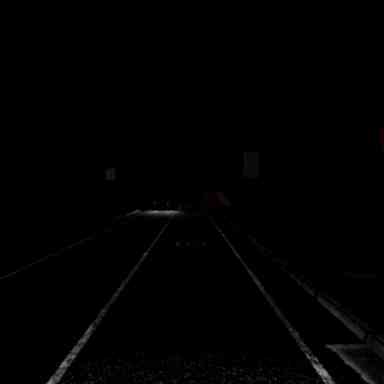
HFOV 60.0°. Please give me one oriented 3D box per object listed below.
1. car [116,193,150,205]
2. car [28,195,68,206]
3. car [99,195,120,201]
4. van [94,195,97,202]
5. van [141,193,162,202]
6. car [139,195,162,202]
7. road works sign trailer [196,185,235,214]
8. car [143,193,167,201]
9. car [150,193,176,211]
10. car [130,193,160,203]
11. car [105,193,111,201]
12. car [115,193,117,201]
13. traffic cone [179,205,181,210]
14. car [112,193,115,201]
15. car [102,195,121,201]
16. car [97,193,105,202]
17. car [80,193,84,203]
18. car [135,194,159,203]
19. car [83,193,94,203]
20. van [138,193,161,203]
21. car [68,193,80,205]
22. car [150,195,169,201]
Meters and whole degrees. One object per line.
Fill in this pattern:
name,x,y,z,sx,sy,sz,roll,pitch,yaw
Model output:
car,-8.953,1.337,52.978,4.892,1.521,2.231,0,0,0
car,-22.030,1.333,50.195,5.008,1.535,2.097,0,0,0
car,-22.132,1.563,89.182,5.008,1.535,2.097,0,-1,0
van,-22.182,1.169,66.900,4.442,1.987,1.878,0,0,0
van,-9.127,1.231,75.401,4.442,1.987,1.878,0,0,0
car,-8.996,1.437,72.597,4.892,1.521,2.231,0,0,0
road works sign trailer,2.298,0.981,32.396,3.560,2.880,2.380,-5,45,-44
car,-9.058,1.246,81.008,5.566,2.045,2.435,0,0,0
car,-3.426,1.246,39.589,2.097,1.767,4.553,0,0,0
car,-9.008,1.127,64.190,5.566,2.045,2.435,0,0,0
car,-21.905,1.453,75.257,5.366,1.575,1.946,0,0,0
car,-22.147,1.546,83.612,4.792,1.488,2.163,0,0,0
traffic cone,-1.459,1.855,37.533,0.340,0.580,0.340,0,0,0
car,-22.079,1.526,80.827,4.792,1.488,2.163,0,0,0
car,-22.144,1.627,91.842,4.674,1.452,2.002,0,-1,0
car,-22.079,1.475,72.471,4.674,1.452,2.002,0,0,0
car,-22.050,1.390,58.550,4.674,1.452,2.002,0,0,0
car,-8.954,1.270,66.990,4.553,1.767,2.185,0,0,0
car,-22.028,1.252,64.120,4.553,1.767,2.185,0,0,0
van,-8.878,1.190,69.795,4.442,1.987,1.878,0,0,0
car,-22.049,1.340,55.764,5.008,1.535,2.097,0,0,0
car,-9.063,1.590,92.219,5.008,1.535,2.097,0,-1,0
